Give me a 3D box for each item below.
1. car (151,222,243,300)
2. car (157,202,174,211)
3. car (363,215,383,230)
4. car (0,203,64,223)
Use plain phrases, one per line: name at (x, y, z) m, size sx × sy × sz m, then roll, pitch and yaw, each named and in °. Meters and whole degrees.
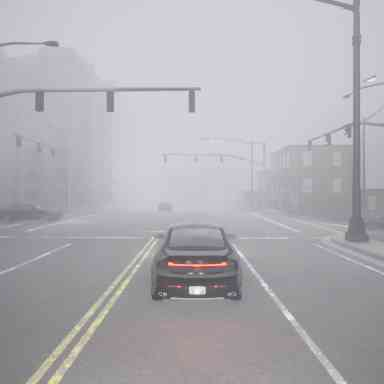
car at (0.094, 1.505, 8.342) m, size 1.837 × 1.490 × 4.892 m, roll 0°, pitch 0°, yaw 0°
car at (-3.633, 2.066, 45.578) m, size 1.837 × 1.490 × 4.892 m, roll 0°, pitch -5°, yaw 0°
car at (16.047, 2.655, 28.228) m, size 4.181 × 1.385 × 1.994 m, roll 8°, pitch 0°, yaw 0°
car at (-12.117, 1.525, 25.027) m, size 4.674 × 1.442 × 1.812 m, roll 0°, pitch 0°, yaw -3°
